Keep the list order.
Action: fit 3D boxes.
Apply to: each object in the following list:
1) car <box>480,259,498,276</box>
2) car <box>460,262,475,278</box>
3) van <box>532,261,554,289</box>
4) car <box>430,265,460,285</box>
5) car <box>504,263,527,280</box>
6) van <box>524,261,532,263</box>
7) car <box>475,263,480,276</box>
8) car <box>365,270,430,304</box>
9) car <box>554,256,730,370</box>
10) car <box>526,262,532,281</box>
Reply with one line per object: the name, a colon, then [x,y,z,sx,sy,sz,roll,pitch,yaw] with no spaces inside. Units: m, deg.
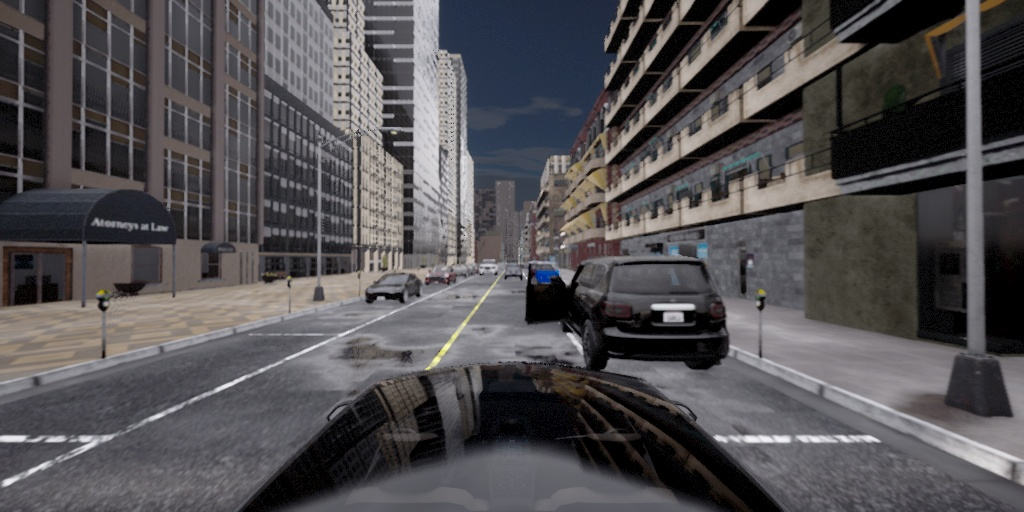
car: [-2.926,1.445,45.607,2.150,2.045,5.566,0,-1,1]
car: [-5.612,1.707,39.758,2.007,1.370,4.403,0,0,0]
van: [2.748,1.368,28.697,1.690,1.789,3.998,0,0,0]
car: [-5.634,1.475,28.714,1.967,1.591,4.097,0,0,0]
car: [0.156,1.665,36.803,2.033,1.411,5.357,0,-1,0]
van: [2.780,1.550,45.264,1.690,1.789,3.998,0,0,0]
car: [-5.602,1.768,45.281,2.007,1.370,4.403,0,0,0]
car: [-5.655,1.484,17.669,1.948,1.339,4.313,0,0,0]
car: [2.411,1.032,8.024,2.150,2.045,5.566,0,-1,0]
car: [2.769,1.693,39.741,1.888,1.381,4.507,0,0,0]
